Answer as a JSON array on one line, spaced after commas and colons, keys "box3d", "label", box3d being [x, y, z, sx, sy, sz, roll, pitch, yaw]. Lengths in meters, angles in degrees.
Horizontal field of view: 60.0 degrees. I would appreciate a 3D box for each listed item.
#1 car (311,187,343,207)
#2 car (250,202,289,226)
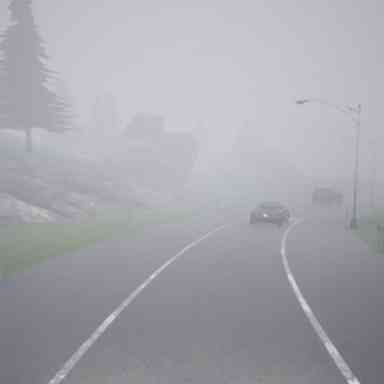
[{"box3d": [15.522, 0.512, 38.004, 2.150, 2.045, 5.566, 5, 4, 40], "label": "car"}, {"box3d": [5.163, 1.329, 21.726, 1.994, 1.385, 4.181, 3, 2, 23], "label": "car"}]
